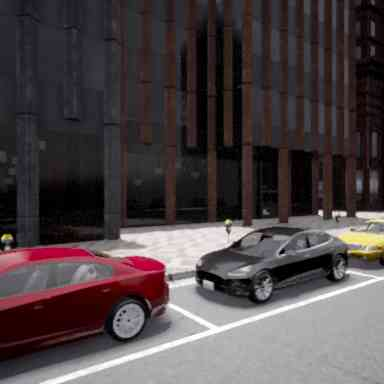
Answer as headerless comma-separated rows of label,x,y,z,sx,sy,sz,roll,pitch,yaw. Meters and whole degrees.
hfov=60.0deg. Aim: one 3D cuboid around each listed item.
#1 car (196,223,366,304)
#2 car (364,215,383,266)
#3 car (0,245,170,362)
car,2.116,1.555,8.161,4.313,1.339,1.947,0,0,-36
car,6.565,1.506,11.336,4.829,1.417,1.752,0,0,-36
car,-2.472,1.543,4.887,4.507,1.381,1.887,0,0,-36
